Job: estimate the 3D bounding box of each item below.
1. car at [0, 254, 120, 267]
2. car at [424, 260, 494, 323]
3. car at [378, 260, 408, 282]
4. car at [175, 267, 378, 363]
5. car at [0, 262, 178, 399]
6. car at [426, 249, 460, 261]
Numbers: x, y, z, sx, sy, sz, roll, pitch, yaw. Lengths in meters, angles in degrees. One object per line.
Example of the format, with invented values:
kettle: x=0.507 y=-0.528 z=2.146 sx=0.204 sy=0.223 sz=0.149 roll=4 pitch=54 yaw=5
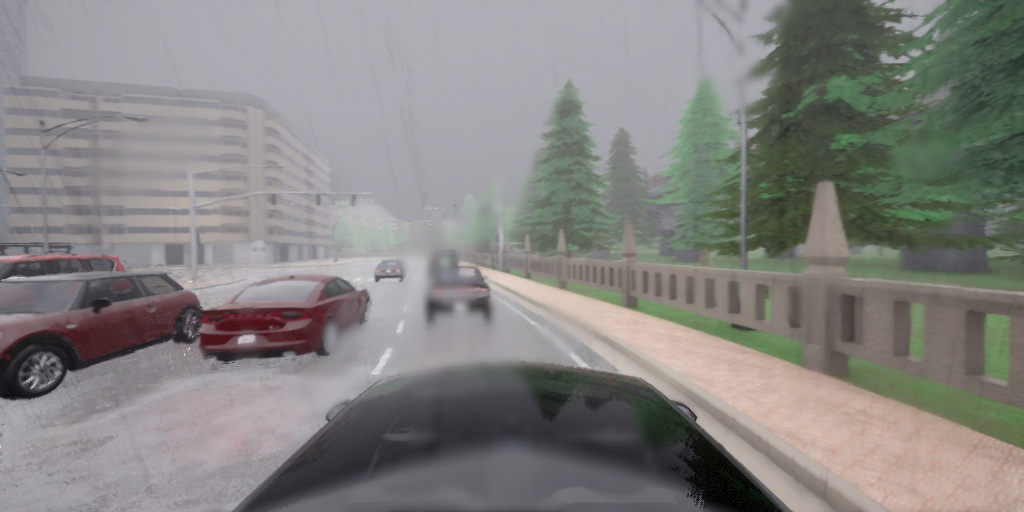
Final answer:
car: x=-11.790 y=0.989 z=8.225 sx=2.150 sy=2.045 sz=5.566 roll=-1 pitch=1 yaw=-12
car: x=-1.740 y=1.071 z=11.456 sx=2.128 sy=1.511 sz=4.902 roll=-1 pitch=1 yaw=-11
car: x=-8.177 y=0.950 z=24.466 sx=2.033 sy=1.411 sz=5.357 roll=-1 pitch=1 yaw=-13
car: x=-4.651 y=1.157 z=8.203 sx=1.882 sy=1.535 sz=5.008 roll=-1 pitch=1 yaw=-9
car: x=-7.944 y=1.110 z=6.311 sx=2.097 sy=1.767 sz=4.553 roll=-1 pitch=1 yaw=-9
car: x=-4.968 y=0.552 z=26.059 sx=2.150 sy=2.045 sz=5.566 roll=-1 pitch=1 yaw=-13
